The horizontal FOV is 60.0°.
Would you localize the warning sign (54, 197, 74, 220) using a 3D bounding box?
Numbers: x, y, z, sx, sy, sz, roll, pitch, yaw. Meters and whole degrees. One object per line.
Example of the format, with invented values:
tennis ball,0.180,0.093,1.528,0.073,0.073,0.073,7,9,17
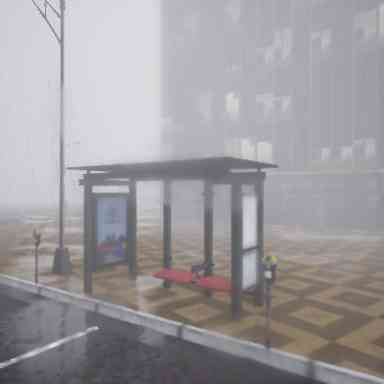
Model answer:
warning sign,-10.837,1.379,28.187,1.300,1.860,1.060,0,0,34
